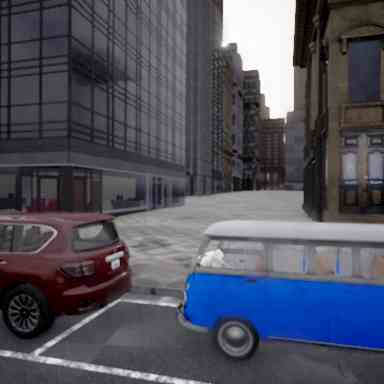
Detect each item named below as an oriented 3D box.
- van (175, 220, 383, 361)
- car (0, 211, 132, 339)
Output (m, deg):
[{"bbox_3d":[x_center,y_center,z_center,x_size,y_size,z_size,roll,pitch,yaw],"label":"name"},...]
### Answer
[{"bbox_3d":[1.840,1.338,4.770,3.998,1.788,1.690,0,0,16],"label":"van"},{"bbox_3d":[-3.596,1.308,6.307,5.009,1.841,2.192,0,0,16],"label":"car"}]
